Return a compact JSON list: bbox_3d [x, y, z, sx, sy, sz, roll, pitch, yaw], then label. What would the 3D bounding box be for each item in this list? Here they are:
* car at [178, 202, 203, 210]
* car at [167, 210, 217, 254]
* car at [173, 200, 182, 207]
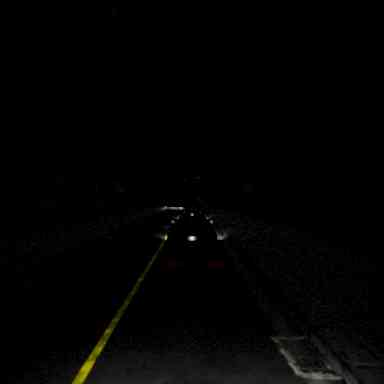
[{"bbox_3d":[0.021,1.855,29.297,1.994,1.385,4.181,0,-1,0],"label":"car"},{"bbox_3d":[0.012,1.706,14.302,1.994,1.385,4.181,0,-1,0],"label":"car"},{"bbox_3d":[-2.740,2.244,64.966,1.895,1.301,4.718,0,-1,1],"label":"car"}]
